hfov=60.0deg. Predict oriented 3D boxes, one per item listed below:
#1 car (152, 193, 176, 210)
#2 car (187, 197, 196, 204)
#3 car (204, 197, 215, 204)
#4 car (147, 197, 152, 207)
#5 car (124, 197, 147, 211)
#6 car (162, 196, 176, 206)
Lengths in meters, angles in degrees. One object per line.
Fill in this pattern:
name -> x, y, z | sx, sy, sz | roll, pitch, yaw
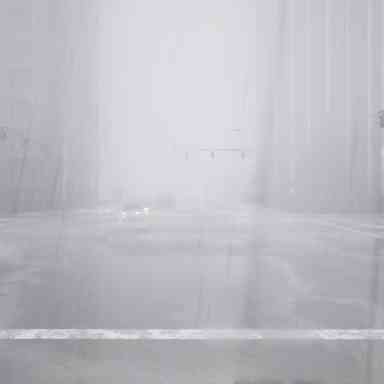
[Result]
car -> -3.655, 1.221, 44.304 | 2.150, 2.045, 5.566 | 0, 0, 0
car -> -0.083, 1.601, 65.498 | 1.895, 1.301, 4.718 | 0, 0, 0
car -> 3.417, 1.601, 64.963 | 1.895, 1.301, 4.718 | 0, 0, 0
car -> -7.152, 1.491, 50.696 | 2.128, 1.511, 4.902 | 0, 0, 0
car -> -7.151, 1.478, 41.209 | 1.882, 1.535, 5.008 | 0, 0, 0
car -> -3.649, 1.478, 54.300 | 1.882, 1.535, 5.008 | 0, 0, 0
